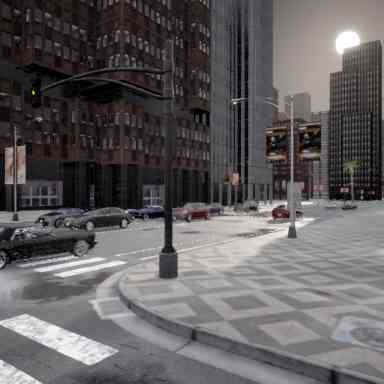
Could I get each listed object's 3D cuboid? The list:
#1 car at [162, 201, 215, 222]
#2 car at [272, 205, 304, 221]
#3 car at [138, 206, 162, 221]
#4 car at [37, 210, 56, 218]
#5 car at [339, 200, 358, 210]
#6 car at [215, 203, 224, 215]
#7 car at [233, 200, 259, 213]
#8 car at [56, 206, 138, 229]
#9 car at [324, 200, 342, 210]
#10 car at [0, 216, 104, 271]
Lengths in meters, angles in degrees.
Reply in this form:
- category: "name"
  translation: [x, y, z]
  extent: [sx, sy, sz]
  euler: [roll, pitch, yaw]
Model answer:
- category: "car"
  translation: [-0.210, 1.738, 30.585]
  extent: [2.097, 1.767, 4.553]
  euler: [0, -1, 35]
- category: "car"
  translation: [9.556, 1.980, 32.808]
  extent: [1.882, 1.535, 5.008]
  euler: [0, -1, 35]
- category: "car"
  translation: [-3.879, 1.957, 31.037]
  extent: [1.895, 1.301, 4.718]
  euler: [0, -1, 35]
- category: "car"
  translation: [-8.928, 1.794, 23.882]
  extent: [1.994, 1.385, 4.181]
  euler: [0, -1, 35]
- category: "car"
  translation: [28.114, 2.584, 59.082]
  extent: [1.895, 1.301, 4.718]
  euler: [0, -1, 35]
- category: "car"
  translation: [1.991, 2.009, 39.330]
  extent: [1.837, 1.490, 4.892]
  euler: [0, -1, 35]
- category: "car"
  translation: [7.666, 2.001, 47.299]
  extent: [2.097, 1.767, 4.553]
  euler: [0, -1, 37]
- category: "car"
  translation: [-6.158, 1.741, 22.173]
  extent: [1.837, 1.490, 4.892]
  euler: [0, -1, 35]
- category: "car"
  translation: [26.441, 2.606, 62.349]
  extent: [1.895, 1.301, 4.718]
  euler: [0, -1, 35]
- category: "car"
  translation: [-5.610, 1.723, 11.340]
  extent: [1.895, 1.301, 4.718]
  euler: [0, -1, 35]
